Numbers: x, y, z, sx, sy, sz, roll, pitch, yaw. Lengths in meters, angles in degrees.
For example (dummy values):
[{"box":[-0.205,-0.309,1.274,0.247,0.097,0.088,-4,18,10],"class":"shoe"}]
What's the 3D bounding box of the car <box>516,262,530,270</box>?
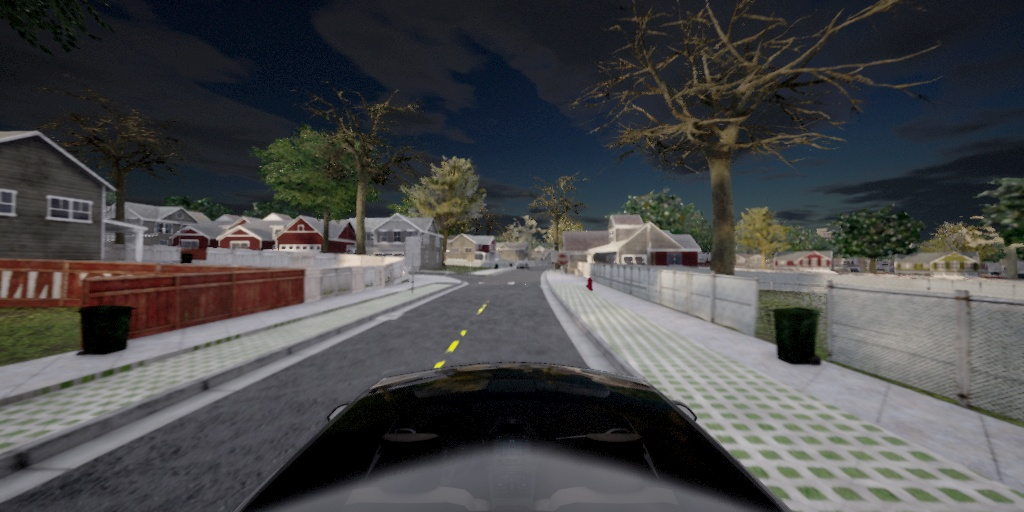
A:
[{"box":[2.003,1.785,64.023,1.994,1.385,4.181,0,0,9],"class":"car"}]
